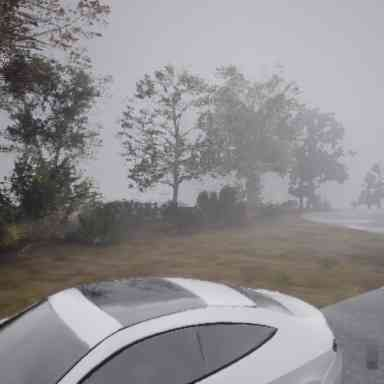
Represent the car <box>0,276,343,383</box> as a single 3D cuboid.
[{"bbox_3d":[-0.681,1.522,2.560,4.674,1.442,1.812,0,0,-35],"label":"car"}]
